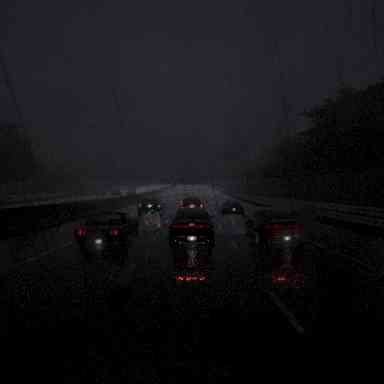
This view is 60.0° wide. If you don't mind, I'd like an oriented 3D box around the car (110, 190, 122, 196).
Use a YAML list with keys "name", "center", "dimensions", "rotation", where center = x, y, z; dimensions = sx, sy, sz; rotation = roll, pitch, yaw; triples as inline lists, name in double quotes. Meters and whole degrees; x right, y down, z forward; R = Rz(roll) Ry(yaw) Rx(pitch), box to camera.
- name: "car"
  center: [-17.501, 0.245, 76.700]
  dimensions: [1.994, 1.385, 4.181]
  rotation: [0, 2, 0]

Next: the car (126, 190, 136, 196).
- name: "car"
  center: [-14.001, 0.217, 76.699]
  dimensions: [1.812, 1.442, 4.674]
  rotation: [0, 2, 0]

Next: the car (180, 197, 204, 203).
- name: "car"
  center: [0.000, 1.188, 29.615]
  dimensions: [2.097, 1.767, 4.553]
  rotation: [0, 0, 0]

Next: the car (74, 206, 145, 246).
- name: "car"
  center: [-3.500, 1.537, 14.676]
  dimensions: [1.895, 1.301, 4.718]
  rotation: [0, 0, 0]

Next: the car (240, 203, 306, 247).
- name: "car"
  center: [3.500, 1.437, 14.646]
  dimensions: [1.837, 1.490, 4.892]
  rotation: [0, 0, 0]

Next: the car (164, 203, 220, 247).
- name: "car"
  center: [0.000, 1.437, 14.645]
  dimensions: [1.837, 1.490, 4.892]
  rotation: [0, 0, 0]

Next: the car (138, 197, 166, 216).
- name: "car"
  center: [-3.500, 1.188, 29.615]
  dimensions: [2.097, 1.767, 4.553]
  rotation: [0, 0, 0]

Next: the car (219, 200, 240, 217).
- name: "car"
  center: [3.500, 1.394, 29.646]
  dimensions: [1.994, 1.385, 4.181]
  rotation: [0, 0, 0]

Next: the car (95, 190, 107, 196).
- name: "car"
  center: [-21.001, 0.217, 76.699]
  dimensions: [1.812, 1.442, 4.674]
  rotation: [0, 2, 0]
